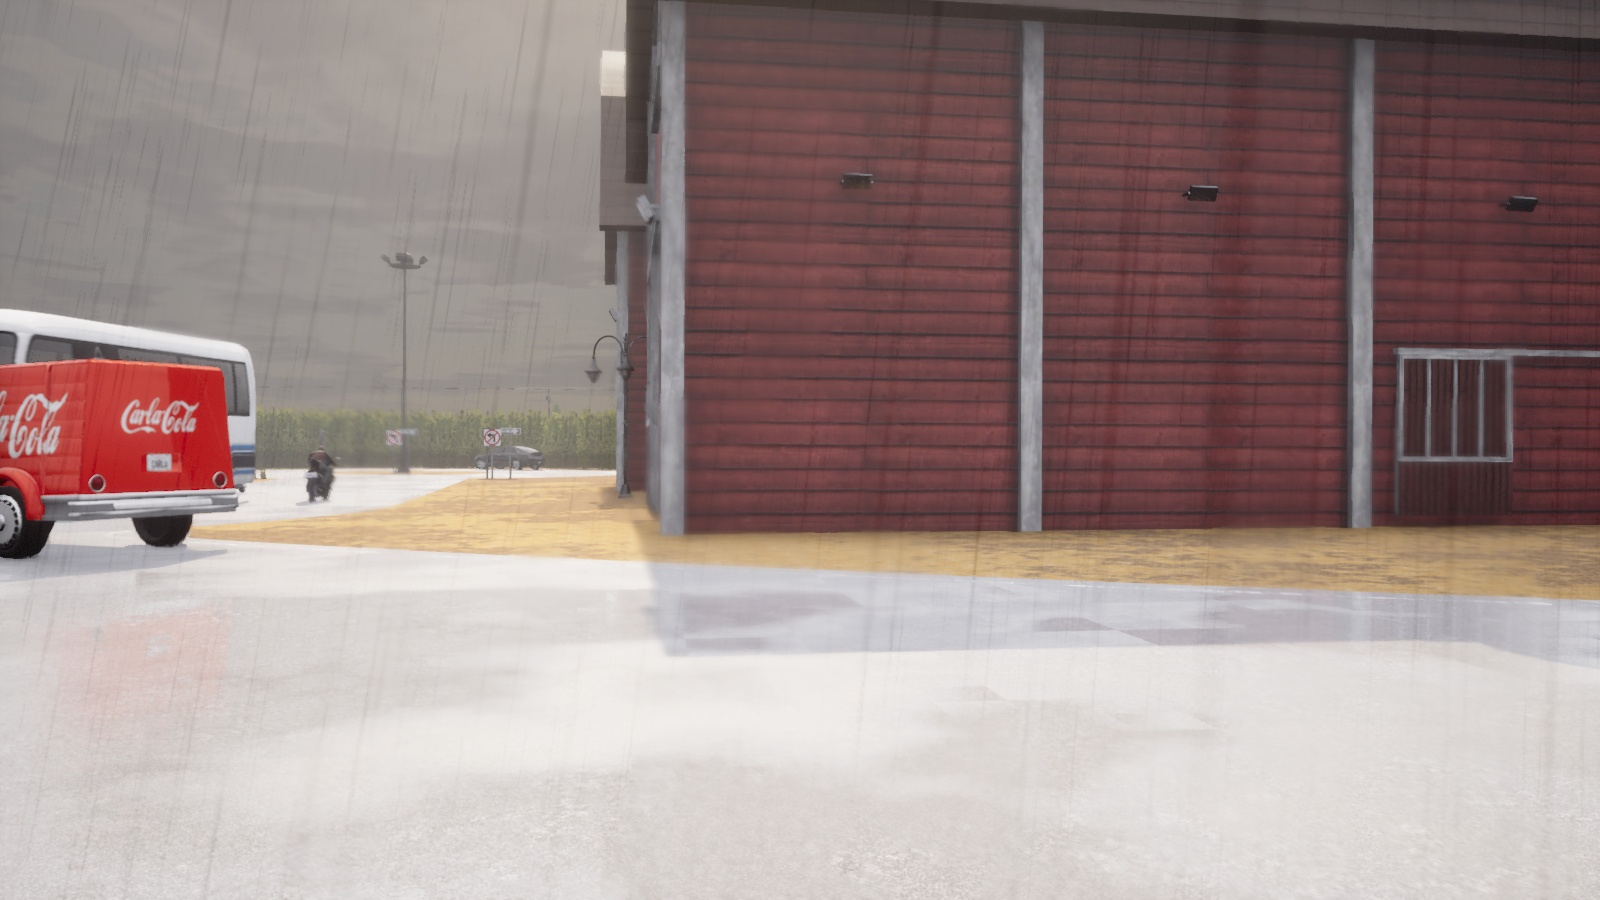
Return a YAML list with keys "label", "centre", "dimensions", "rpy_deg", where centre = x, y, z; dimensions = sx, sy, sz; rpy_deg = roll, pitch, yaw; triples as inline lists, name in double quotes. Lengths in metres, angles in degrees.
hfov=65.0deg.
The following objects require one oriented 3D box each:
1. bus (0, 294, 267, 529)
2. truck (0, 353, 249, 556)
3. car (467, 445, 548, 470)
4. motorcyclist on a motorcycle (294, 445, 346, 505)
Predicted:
- label: "bus"
  centre: [-16.227, -0.778, 27.681]
  dimensions: [3.944, 4.253, 10.273]
  rpy_deg: [2, 0, 3]
- label: "truck"
  centre: [-10.668, 0.110, 17.520]
  dimensions: [5.204, 2.467, 2.627]
  rpy_deg: [-1, 0, 25]
- label: "car"
  centre: [-18.147, 0.475, 77.905]
  dimensions: [4.892, 1.490, 1.837]
  rpy_deg: [0, 0, 28]
- label: "motorcyclist on a motorcycle"
  centre: [-12.738, 0.639, 33.399]
  dimensions: [0.866, 1.530, 2.191]
  rpy_deg: [0, 0, -9]
